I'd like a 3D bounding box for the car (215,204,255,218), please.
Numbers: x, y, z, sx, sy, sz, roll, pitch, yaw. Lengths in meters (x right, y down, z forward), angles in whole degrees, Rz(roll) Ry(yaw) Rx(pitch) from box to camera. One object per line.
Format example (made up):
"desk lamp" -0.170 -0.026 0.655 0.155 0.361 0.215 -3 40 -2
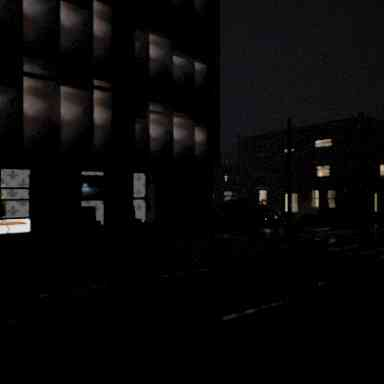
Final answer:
"car" 4.861 2.095 37.817 2.008 1.369 4.403 -1 0 -37

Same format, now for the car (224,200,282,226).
"car" 4.851 1.662 27.928 2.150 2.045 5.566 0 -1 -37

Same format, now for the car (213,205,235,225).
"car" 1.232 2.052 28.225 1.947 1.339 4.313 -1 0 -37
